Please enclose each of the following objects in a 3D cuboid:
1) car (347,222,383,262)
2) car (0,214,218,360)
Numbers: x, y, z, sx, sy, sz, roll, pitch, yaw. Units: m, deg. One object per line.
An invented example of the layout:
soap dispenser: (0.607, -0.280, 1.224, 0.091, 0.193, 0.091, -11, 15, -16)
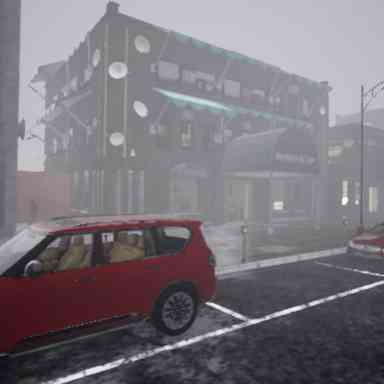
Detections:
car: (7.156, 1.712, 11.651, 4.206, 1.307, 1.802, 1, 0, -35)
car: (-1.850, 1.330, 5.227, 5.009, 1.841, 2.192, 1, 0, -35)
